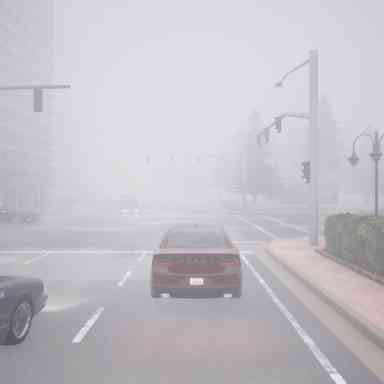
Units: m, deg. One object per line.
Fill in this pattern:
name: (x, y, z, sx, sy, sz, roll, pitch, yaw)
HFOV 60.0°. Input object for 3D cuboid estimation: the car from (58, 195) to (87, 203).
car: (-24.174, 1.525, 67.417, 4.902, 1.511, 2.128, 0, 0, 34)

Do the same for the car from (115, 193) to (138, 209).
car: (-9.042, 1.221, 46.690, 2.150, 2.045, 5.566, 0, 0, -20)

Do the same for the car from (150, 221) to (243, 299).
car: (0.094, 1.478, 8.536, 1.882, 1.535, 5.008, 0, 0, 0)

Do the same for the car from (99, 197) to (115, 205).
car: (-14.269, 1.547, 57.377, 2.033, 1.411, 5.357, 0, 0, -36)

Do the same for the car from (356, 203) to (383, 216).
car: (15.618, 1.581, 26.570, 4.674, 1.442, 1.812, 0, 0, 0)

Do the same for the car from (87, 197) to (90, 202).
car: (-25.773, 1.478, 76.370, 5.008, 1.535, 1.882, 0, 0, 24)

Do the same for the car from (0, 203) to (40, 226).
car: (-13.190, 1.542, 23.118, 4.892, 1.490, 1.837, 0, 0, 0)

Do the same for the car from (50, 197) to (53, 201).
car: (-35.598, 1.468, 79.847, 4.181, 1.385, 1.994, 0, 0, 9)

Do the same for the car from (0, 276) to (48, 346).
car: (-3.428, 1.547, 3.309, 2.033, 1.411, 5.357, 0, 0, 0)
